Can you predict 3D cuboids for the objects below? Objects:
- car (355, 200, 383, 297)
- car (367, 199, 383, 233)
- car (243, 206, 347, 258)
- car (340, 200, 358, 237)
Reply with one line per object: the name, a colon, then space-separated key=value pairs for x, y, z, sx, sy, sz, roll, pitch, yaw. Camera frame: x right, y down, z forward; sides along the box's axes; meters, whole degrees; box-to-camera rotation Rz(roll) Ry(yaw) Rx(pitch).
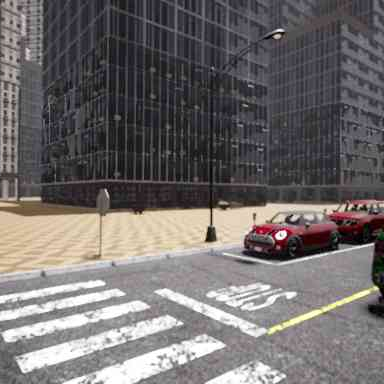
car: x=6.002 y=1.232 z=7.214 sx=5.566 sy=2.045 sz=2.150 roll=0 pitch=0 yaw=-38
car: x=12.699 y=1.342 z=19.767 sx=5.009 sy=1.841 sz=2.192 roll=0 pitch=0 yaw=-38
car: x=3.845 y=1.452 z=12.756 sx=4.097 sy=1.590 sz=1.967 roll=0 pitch=0 yaw=-38
car: x=8.272 y=1.335 z=16.261 sx=5.009 sy=1.841 sz=2.192 roll=0 pitch=0 yaw=-38
